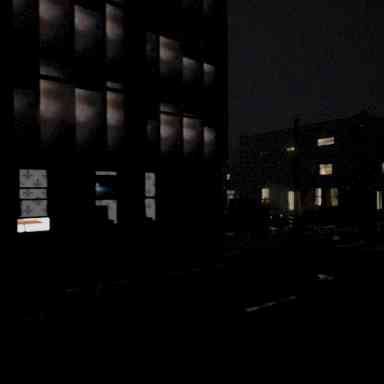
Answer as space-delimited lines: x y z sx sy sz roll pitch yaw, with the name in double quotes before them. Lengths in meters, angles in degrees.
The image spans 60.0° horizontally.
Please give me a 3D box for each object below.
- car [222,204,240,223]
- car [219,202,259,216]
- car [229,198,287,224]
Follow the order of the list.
"car" 1.699 1.942 28.556 1.947 1.339 4.313 -2 0 -37
"car" 5.330 1.931 38.147 2.008 1.369 4.403 -2 0 -37
"car" 5.316 1.534 28.257 2.150 2.045 5.566 -1 0 -37
